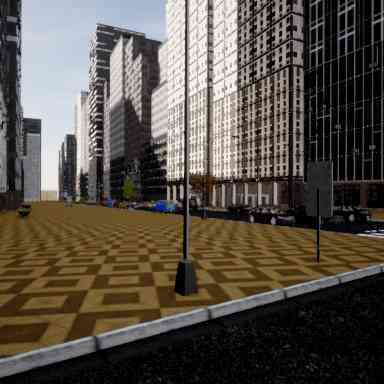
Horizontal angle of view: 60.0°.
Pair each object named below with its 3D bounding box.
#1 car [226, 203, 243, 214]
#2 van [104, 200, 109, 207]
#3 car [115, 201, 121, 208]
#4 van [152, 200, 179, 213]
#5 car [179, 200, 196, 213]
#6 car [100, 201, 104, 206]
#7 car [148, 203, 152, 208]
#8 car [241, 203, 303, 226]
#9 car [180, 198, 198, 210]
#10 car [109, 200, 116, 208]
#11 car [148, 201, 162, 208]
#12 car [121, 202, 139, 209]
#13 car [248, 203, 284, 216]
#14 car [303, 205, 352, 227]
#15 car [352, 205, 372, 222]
[{"bbox_3d":[6.303,2.168,44.757,1.947,1.339,4.313,-1,-1,-26],"label":"car"},{"bbox_3d":[-18.362,2.635,76.571,1.690,1.788,3.998,-1,-1,-26],"label":"van"},{"bbox_3d":[-13.396,2.602,66.287,1.752,1.417,4.829,-1,-1,-26],"label":"car"},{"bbox_3d":[-3.693,2.005,46.183,1.690,1.788,3.998,-1,-1,-26],"label":"van"},{"bbox_3d":[-1.895,2.248,48.505,2.033,1.411,5.357,0,-1,-25],"label":"car"},{"bbox_3d":[-23.248,3.053,86.698,1.887,1.381,4.507,-1,-1,-26],"label":"car"},{"bbox_3d":[-7.476,2.675,67.362,1.895,1.301,4.718,0,-1,-26],"label":"car"},{"bbox_3d":[6.092,1.814,25.919,2.008,1.369,4.403,-1,-1,-26],"label":"car"},{"bbox_3d":[-1.004,2.022,53.965,2.150,2.045,5.566,0,-1,-26],"label":"car"},{"bbox_3d":[-15.914,2.731,71.505,1.887,1.381,4.507,-1,-1,-26],"label":"car"},{"bbox_3d":[-8.366,2.809,75.147,1.802,1.307,4.206,-1,-1,-26],"label":"car"},{"bbox_3d":[-11.024,2.525,61.374,2.008,1.369,4.403,-1,-1,-26],"label":"car"},{"bbox_3d":[8.748,2.068,39.692,1.947,1.339,4.313,-1,-1,-26],"label":"car"},{"bbox_3d":[9.243,1.746,25.373,1.837,1.490,4.892,0,-1,-26],"label":"car"},{"bbox_3d":[13.638,1.854,29.562,2.008,1.369,4.403,-1,-1,-26],"label":"car"}]
